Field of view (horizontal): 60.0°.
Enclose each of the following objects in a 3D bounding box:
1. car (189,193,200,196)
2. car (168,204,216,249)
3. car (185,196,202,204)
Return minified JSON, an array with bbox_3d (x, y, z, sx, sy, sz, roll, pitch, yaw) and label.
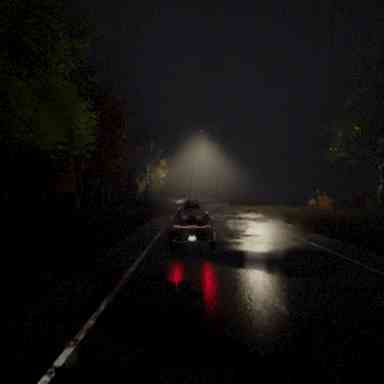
[{"bbox_3d":[-0.004,1.460,63.907,2.128,1.511,4.902,0,0,0],"label":"car"},{"bbox_3d":[0.002,1.490,14.515,2.128,1.511,4.902,0,0,0],"label":"car"},{"bbox_3d":[-0.001,1.552,42.380,1.994,1.385,4.181,0,0,0],"label":"car"}]
